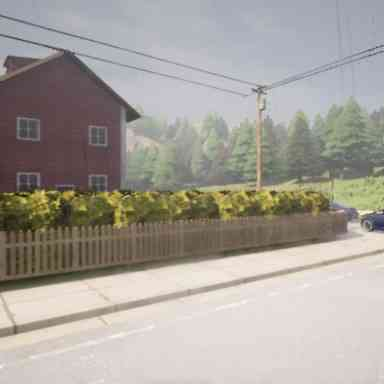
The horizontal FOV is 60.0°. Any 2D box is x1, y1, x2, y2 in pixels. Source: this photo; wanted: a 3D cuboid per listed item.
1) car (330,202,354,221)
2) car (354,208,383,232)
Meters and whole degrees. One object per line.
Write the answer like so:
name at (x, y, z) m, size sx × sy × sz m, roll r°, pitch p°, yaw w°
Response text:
car at (10.666, 1.518, 26.330) m, size 1.812 × 1.442 × 4.674 m, roll 0°, pitch 0°, yaw -35°
car at (11.219, 1.558, 17.717) m, size 1.994 × 1.385 × 4.181 m, roll 0°, pitch 0°, yaw -20°
